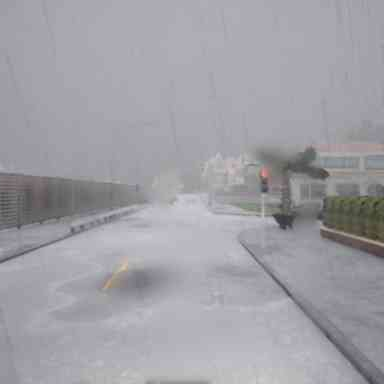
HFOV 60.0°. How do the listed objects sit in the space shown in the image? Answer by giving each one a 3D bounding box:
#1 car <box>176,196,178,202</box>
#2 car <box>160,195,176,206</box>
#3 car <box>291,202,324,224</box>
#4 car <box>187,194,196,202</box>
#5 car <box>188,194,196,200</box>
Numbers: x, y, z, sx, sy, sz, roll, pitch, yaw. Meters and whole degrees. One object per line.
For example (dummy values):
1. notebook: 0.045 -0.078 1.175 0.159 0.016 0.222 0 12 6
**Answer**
1. car: -4.007 1.394 69.668 1.994 1.385 4.181 0 0 0
2. car: -4.069 1.356 53.278 1.882 1.535 5.008 0 0 0
3. car: 9.466 1.437 23.571 4.902 1.511 2.128 0 0 1
4. car: -0.007 1.350 73.492 1.812 1.442 4.674 0 0 0
5. car: -0.008 1.243 83.496 1.994 1.385 4.181 0 0 0
